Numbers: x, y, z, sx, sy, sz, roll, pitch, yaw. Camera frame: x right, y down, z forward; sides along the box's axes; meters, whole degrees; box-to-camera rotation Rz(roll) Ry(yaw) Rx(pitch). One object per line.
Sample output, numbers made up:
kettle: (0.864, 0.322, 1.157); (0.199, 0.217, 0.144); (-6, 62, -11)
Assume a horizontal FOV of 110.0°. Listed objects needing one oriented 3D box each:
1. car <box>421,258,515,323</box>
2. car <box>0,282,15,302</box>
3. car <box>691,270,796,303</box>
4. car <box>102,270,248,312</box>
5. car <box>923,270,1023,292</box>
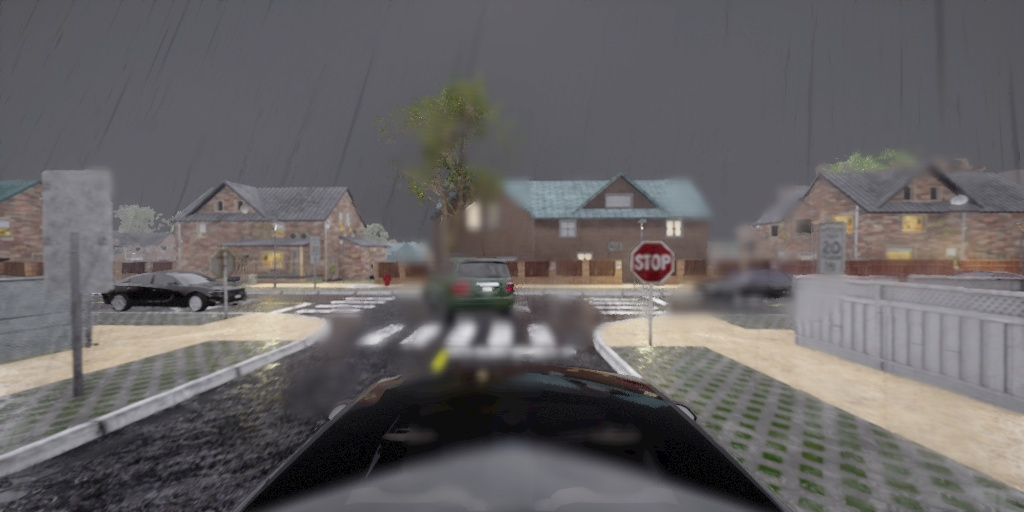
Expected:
car: (-1.751, 1.084, 13.055); (2.150, 2.045, 5.566); (1, 0, -23)
car: (-23.799, 1.339, 14.799); (5.008, 1.535, 1.882); (0, 1, 2)
car: (11.360, 1.351, 16.590); (5.357, 1.411, 2.033); (0, 1, 2)
car: (-13.403, 1.342, 14.424); (5.008, 1.535, 1.882); (0, 1, 3)
car: (21.332, 1.362, 16.340); (4.181, 1.385, 1.994); (0, 1, 1)
